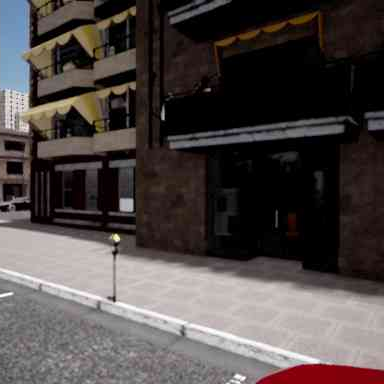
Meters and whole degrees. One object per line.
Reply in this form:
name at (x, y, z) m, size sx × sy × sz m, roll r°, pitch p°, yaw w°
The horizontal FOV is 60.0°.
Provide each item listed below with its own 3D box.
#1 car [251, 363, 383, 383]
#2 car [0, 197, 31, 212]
car at (2.090, 1.588, 1.389) m, size 4.206 × 1.307 × 1.802 m, roll 0°, pitch 0°, yaw 35°
car at (-16.700, 1.164, 32.876) m, size 1.947 × 1.339 × 4.313 m, roll 1°, pitch 1°, yaw 35°
